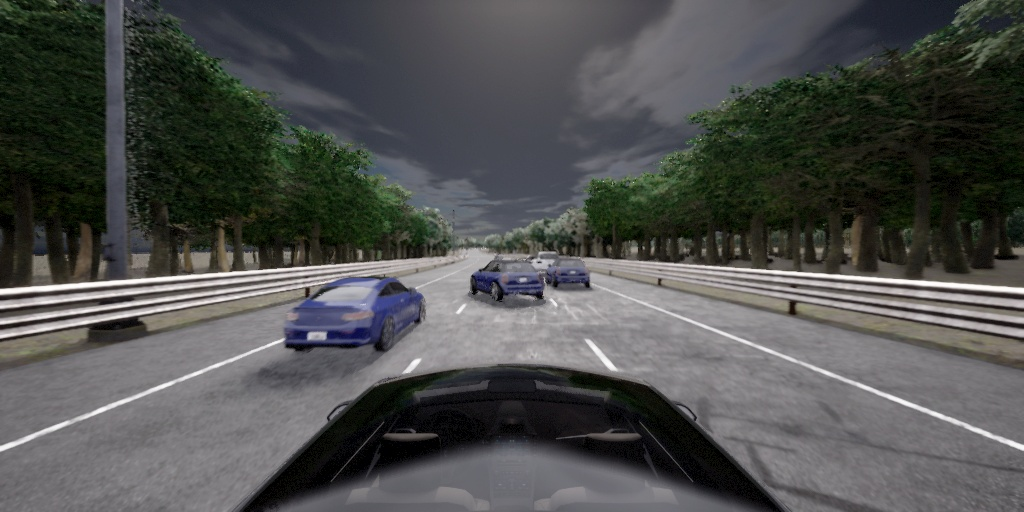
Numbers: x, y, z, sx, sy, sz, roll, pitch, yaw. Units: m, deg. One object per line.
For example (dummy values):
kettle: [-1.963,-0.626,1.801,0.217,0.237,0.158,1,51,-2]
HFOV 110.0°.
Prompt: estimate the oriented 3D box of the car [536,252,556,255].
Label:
car: [3.075,0.650,33.038,2.150,2.045,5.566,0,1,-2]

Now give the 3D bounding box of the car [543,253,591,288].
car: [3.320,0.892,21.903,2.097,1.767,4.553,0,1,-1]

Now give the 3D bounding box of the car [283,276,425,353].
car: [-3.416,1.207,8.549,1.812,1.442,4.674,0,1,0]

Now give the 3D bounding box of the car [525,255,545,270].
car: [2.732,0.753,44.085,2.033,1.649,4.856,0,1,-2]

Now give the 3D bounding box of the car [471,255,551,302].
car: [-0.359,0.951,16.393,2.097,1.767,4.553,0,0,-23]
